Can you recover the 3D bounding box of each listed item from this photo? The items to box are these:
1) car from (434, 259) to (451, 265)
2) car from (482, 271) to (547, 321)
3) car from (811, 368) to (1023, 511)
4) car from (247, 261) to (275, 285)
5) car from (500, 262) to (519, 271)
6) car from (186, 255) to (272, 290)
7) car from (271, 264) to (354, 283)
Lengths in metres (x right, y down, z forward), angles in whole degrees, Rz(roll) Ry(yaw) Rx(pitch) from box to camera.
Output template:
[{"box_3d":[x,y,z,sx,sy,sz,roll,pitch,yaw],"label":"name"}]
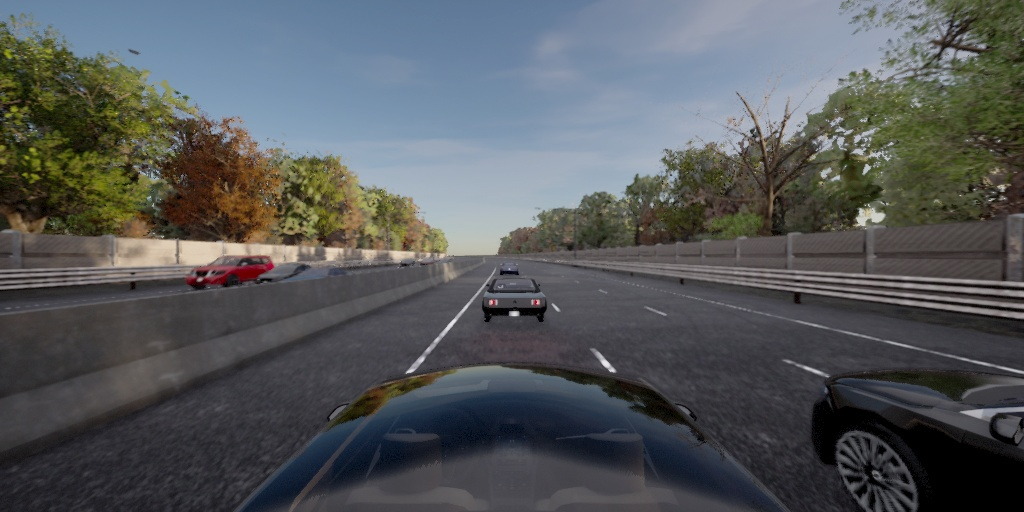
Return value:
[{"box_3d":[-11.565,1.271,61.782,1.837,1.490,4.892,0,0,-1],"label":"car"},{"box_3d":[0.059,1.354,12.421,1.895,1.301,4.718,0,0,0],"label":"car"},{"box_3d":[3.591,1.240,1.199,2.128,1.511,4.902,0,0,0],"label":"car"},{"box_3d":[-14.241,1.264,23.110,1.837,1.490,4.892,0,0,-1],"label":"car"},{"box_3d":[-0.311,1.327,39.152,1.994,1.385,4.181,0,0,-1],"label":"car"},{"box_3d":[-17.739,0.981,23.104,2.150,2.045,5.566,0,0,-1],"label":"car"},{"box_3d":[-10.707,1.306,20.257,2.033,1.411,5.357,0,0,-1],"label":"car"}]
